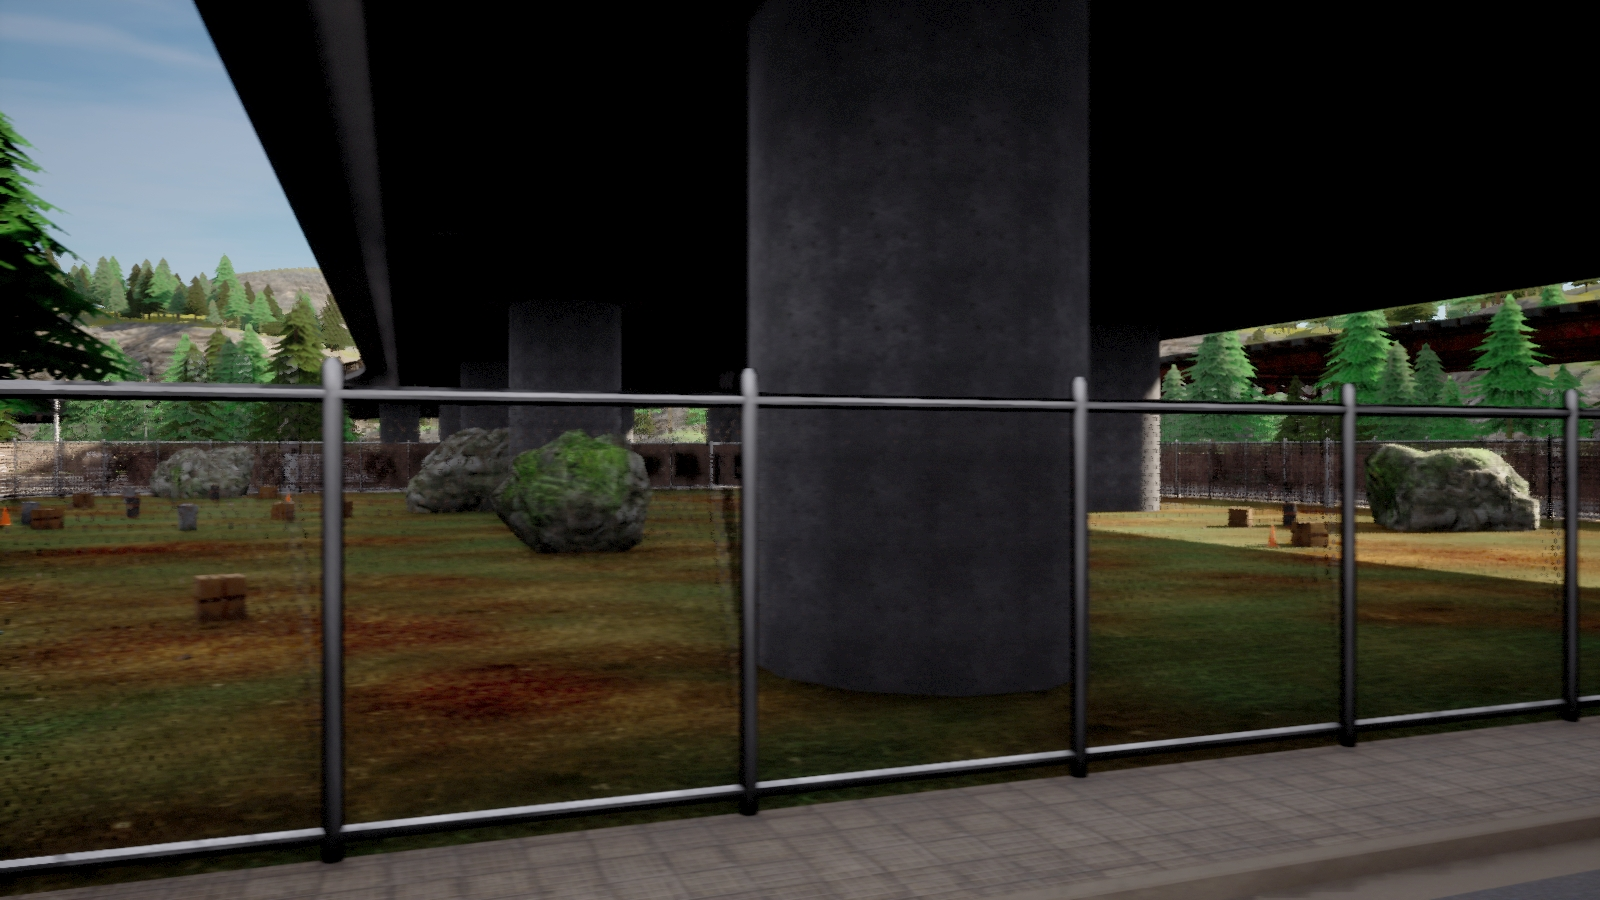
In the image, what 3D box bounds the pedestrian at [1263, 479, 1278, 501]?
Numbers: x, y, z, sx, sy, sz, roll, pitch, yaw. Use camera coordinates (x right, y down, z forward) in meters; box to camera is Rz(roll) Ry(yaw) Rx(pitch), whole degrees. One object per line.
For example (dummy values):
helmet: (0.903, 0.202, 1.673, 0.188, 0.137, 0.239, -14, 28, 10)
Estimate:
pedestrian: (24.377, 2.076, 59.215, 0.500, 1.100, 0.500, 0, 0, -21)
